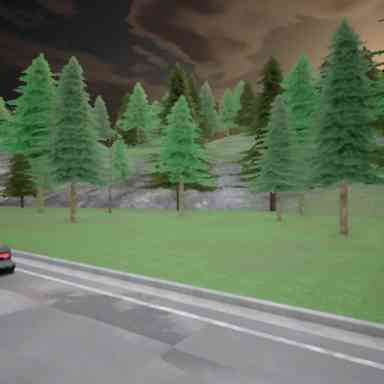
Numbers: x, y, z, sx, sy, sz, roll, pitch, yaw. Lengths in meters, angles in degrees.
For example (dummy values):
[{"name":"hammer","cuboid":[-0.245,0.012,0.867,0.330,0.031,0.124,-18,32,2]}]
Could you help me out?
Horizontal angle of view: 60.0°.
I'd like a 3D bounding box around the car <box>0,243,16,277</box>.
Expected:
[{"name":"car","cuboid":[-6.692,1.541,8.693,5.357,1.411,2.033,0,0,36]}]
